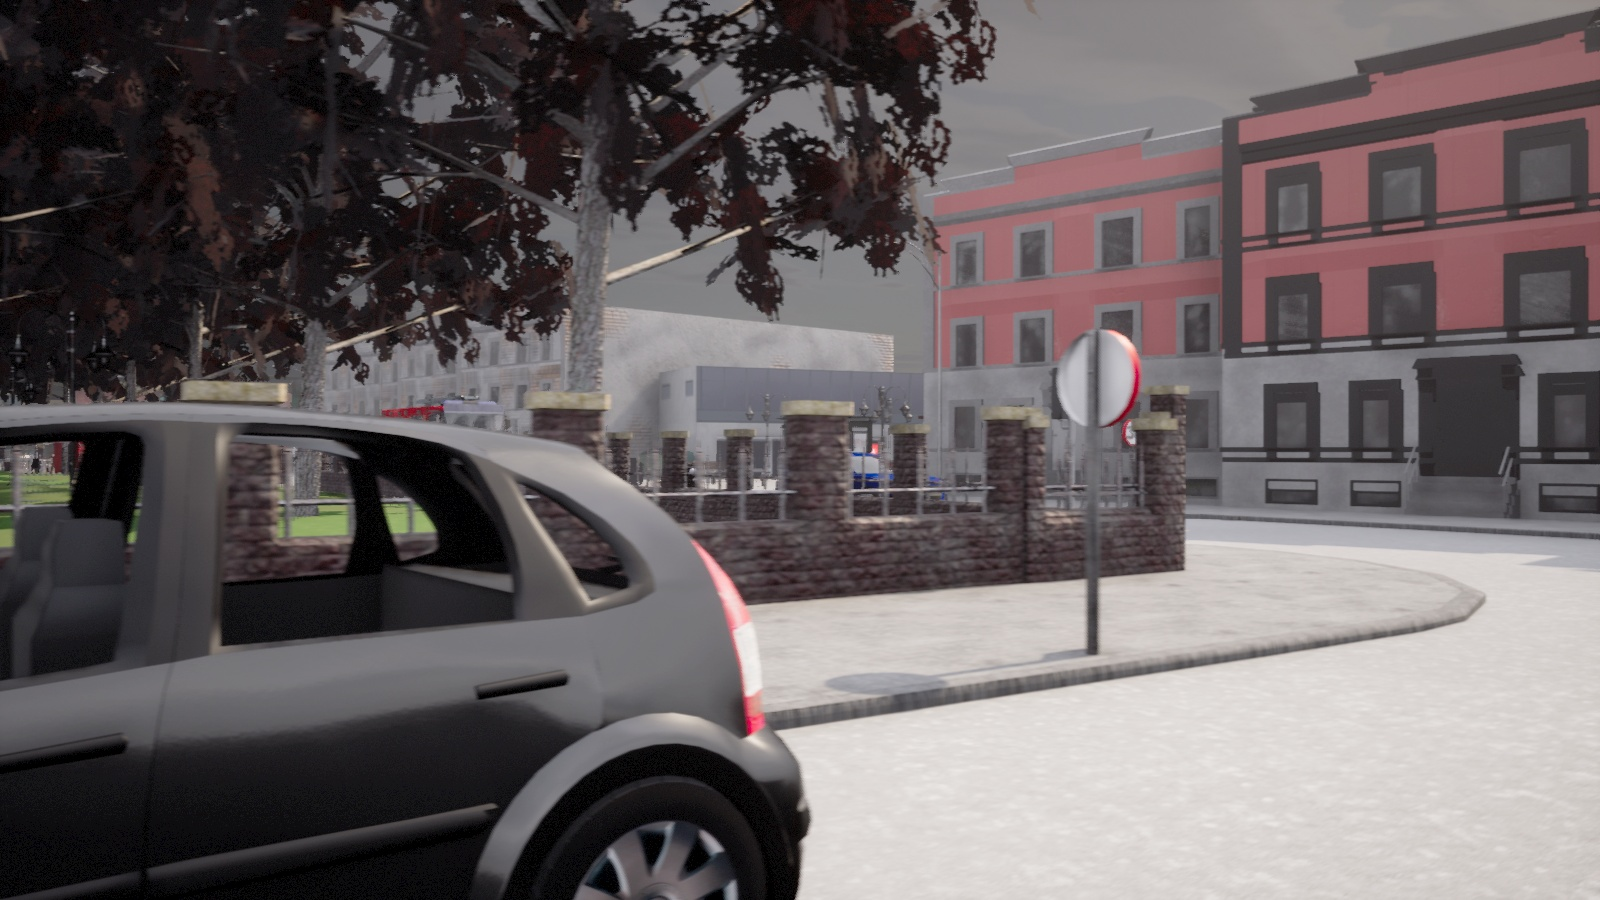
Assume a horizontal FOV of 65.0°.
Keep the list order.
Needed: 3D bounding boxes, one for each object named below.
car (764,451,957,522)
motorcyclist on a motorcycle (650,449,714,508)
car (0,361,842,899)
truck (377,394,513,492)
[{"bbox_3d":[1.307,0.792,29.514,1.882,1.535,5.008,0,0,-34],"label":"car"},{"bbox_3d":[-3.422,0.791,36.240,0.766,1.649,2.350,0,0,-35],"label":"motorcyclist on a motorcycle"},{"bbox_3d":[-2.044,0.655,2.894,3.988,1.617,1.851,0,0,-36],"label":"car"},{"bbox_3d":[-15.123,-0.257,52.942,2.891,3.827,8.468,0,0,-35],"label":"truck"}]
